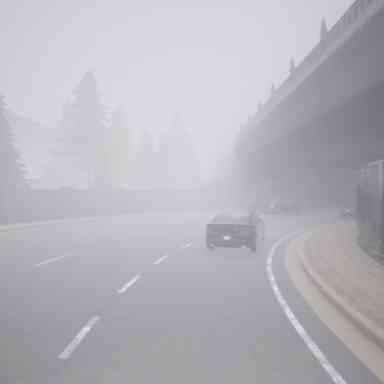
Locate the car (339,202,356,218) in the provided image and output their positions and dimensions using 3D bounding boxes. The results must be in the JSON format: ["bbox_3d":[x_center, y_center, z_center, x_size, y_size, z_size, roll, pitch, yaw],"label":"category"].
[{"bbox_3d":[14.732,1.565,28.866,4.181,1.385,1.994,0,0,-31],"label":"car"}]

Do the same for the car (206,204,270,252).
[{"bbox_3d":[2.006,1.480,14.168,1.882,1.535,5.008,0,0,18],"label":"car"}]

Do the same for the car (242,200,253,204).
[{"bbox_3d":[6.612,1.569,36.203,4.181,1.385,1.994,0,0,-34],"label":"car"}]

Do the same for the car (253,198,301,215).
[{"bbox_3d":[8.836,1.356,33.539,4.553,1.767,2.097,0,0,-32],"label":"car"}]
